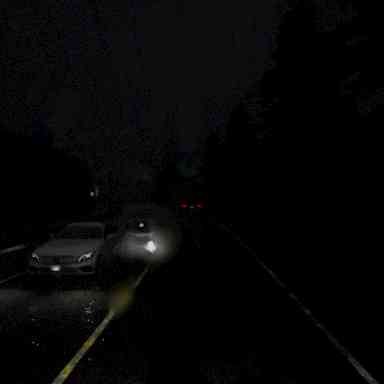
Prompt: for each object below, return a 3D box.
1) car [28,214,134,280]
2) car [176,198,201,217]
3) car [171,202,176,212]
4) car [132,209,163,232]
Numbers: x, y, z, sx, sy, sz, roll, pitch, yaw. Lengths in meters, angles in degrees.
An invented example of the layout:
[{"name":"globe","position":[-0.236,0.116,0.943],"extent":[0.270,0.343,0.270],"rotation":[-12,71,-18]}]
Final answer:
[{"name":"car","position":[-3.320,1.653,10.573],"extent":[1.812,1.442,4.674],"rotation":[0,-1,1]},{"name":"car","position":[-0.278,1.676,36.740],"extent":[2.150,2.045,5.566],"rotation":[0,-1,-6]},{"name":"car","position":[-1.821,2.086,47.121],"extent":[1.837,1.490,4.892],"rotation":[0,-1,-10]},{"name":"car","position":[-3.022,1.832,21.932],"extent":[1.994,1.385,4.181],"rotation":[0,-1,0]}]
